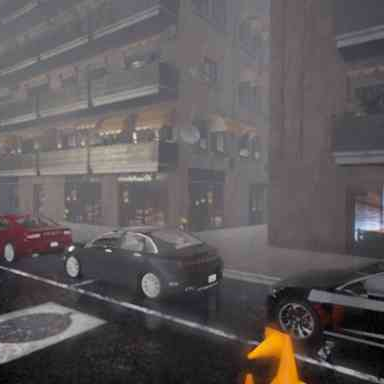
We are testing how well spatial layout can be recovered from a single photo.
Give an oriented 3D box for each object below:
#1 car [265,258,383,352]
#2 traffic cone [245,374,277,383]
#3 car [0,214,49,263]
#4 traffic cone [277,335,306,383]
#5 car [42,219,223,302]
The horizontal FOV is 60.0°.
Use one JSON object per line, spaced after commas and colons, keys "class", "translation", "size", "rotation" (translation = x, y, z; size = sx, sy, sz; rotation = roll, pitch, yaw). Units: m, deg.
{"class": "car", "translation": [3.210, 1.566, 4.709], "size": [4.313, 1.339, 1.947], "rotation": [1, 0, 36]}
{"class": "traffic cone", "translation": [0.511, 1.940, 2.994], "size": [0.340, 0.580, 0.340], "rotation": [1, 1, 36]}
{"class": "car", "translation": [-5.939, 1.403, 11.273], "size": [4.507, 1.381, 1.887], "rotation": [1, 0, 36]}
{"class": "traffic cone", "translation": [1.093, 1.940, 3.807], "size": [0.340, 0.580, 0.340], "rotation": [1, 1, 35]}
{"class": "car", "translation": [-1.364, 1.480, 7.991], "size": [4.403, 1.369, 2.008], "rotation": [1, 0, 36]}
